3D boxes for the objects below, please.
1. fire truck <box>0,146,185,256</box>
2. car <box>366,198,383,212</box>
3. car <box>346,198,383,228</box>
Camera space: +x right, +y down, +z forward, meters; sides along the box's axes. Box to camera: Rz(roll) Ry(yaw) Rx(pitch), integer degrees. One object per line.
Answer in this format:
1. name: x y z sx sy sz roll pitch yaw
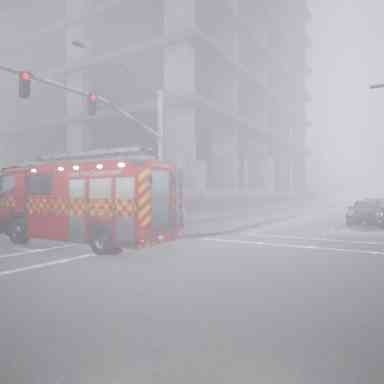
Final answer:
1. fire truck: -4.576 0.366 14.034 8.468 3.827 2.891 0 0 31
2. car: 21.991 1.472 39.497 2.128 1.511 4.902 0 0 31
3. car: 11.569 1.330 22.006 2.097 1.767 4.553 0 0 31
